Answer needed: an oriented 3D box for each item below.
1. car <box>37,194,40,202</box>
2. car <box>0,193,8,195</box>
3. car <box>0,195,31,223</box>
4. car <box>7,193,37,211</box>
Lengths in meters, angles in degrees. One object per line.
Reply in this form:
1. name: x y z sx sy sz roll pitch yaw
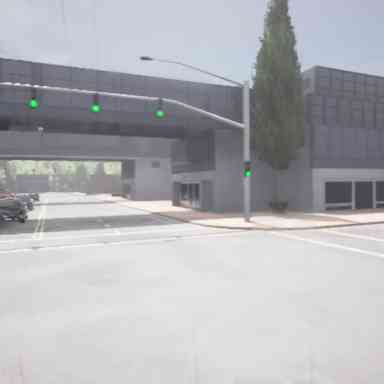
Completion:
1. car: -24.319 0.780 50.850 1.994 1.385 4.181 -1 1 -23
2. car: -27.178 0.822 48.615 1.812 1.442 4.674 -1 1 -23
3. car: -11.996 1.178 21.997 1.837 1.490 4.892 -1 1 -23
4. car: -16.323 1.018 32.061 1.837 1.490 4.892 -1 2 -23
